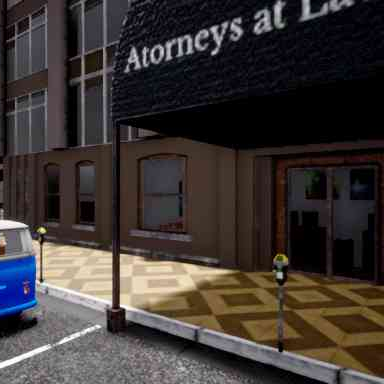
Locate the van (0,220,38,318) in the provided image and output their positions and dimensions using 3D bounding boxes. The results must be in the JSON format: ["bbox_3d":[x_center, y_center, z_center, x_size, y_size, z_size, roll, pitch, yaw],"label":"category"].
[{"bbox_3d":[-4.540,1.341,6.098,3.998,1.788,1.690,0,0,35],"label":"van"}]
